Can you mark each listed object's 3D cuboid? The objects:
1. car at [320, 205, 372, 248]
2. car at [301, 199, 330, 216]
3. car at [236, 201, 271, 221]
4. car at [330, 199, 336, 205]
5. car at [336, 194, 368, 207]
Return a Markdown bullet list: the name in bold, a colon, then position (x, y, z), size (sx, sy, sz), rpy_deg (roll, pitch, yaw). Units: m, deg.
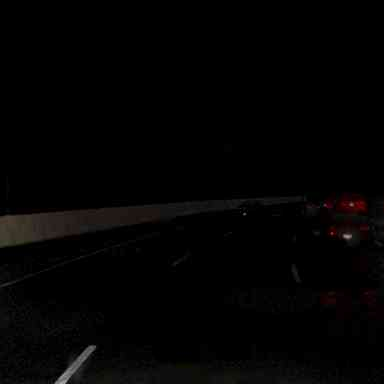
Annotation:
- **car**: position (6.803, 1.525, 14.852), size (1.812, 1.442, 4.674), rpy_deg (0, 0, 21)
- **car**: position (12.063, 1.563, 32.885), size (1.994, 1.385, 4.181), rpy_deg (0, 0, 29)
- **car**: position (5.196, 1.491, 27.665), size (2.128, 1.511, 4.902), rpy_deg (0, 0, 28)
- **car**: position (16.872, 1.562, 41.604), size (1.994, 1.385, 4.181), rpy_deg (0, 0, 29)
- **car**: position (15.500, 1.220, 31.924), size (2.150, 2.045, 5.566), rpy_deg (0, 0, 29)
